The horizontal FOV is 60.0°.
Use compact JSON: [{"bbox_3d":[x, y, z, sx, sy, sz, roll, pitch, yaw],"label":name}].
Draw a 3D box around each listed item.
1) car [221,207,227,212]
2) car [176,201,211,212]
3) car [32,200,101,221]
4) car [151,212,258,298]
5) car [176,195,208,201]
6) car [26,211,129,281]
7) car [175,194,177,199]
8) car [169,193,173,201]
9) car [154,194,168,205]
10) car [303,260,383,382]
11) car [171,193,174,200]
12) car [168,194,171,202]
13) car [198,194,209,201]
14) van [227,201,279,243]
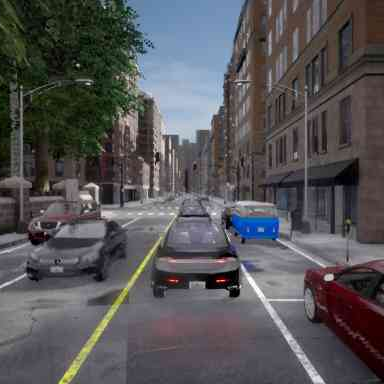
[{"bbox_3d":[2.849,1.557,21.272,1.947,1.339,4.313,0,0,0],"label":"car"},{"bbox_3d":[0.093,1.485,18.452,2.128,1.511,4.902,0,0,0],"label":"car"},{"bbox_3d":[-5.674,1.310,15.570,2.192,1.841,5.009,0,0,0],"label":"car"},{"bbox_3d":[0.098,1.490,8.513,2.128,1.511,4.902,0,0,0],"label":"car"},{"bbox_3d":[-0.009,1.338,27.629,2.097,1.767,4.553,0,0,0],"label":"car"},{"bbox_3d":[-3.097,1.523,9.956,1.812,1.442,4.674,0,0,0],"label":"car"},{"bbox_3d":[-5.694,1.496,86.512,2.008,1.369,4.403,0,0,0],"label":"car"},{"bbox_3d":[-5.689,1.493,70.160,1.887,1.381,4.507,0,0,0],"label":"car"},{"bbox_3d":[-5.686,1.480,59.088,1.752,1.417,4.829,0,0,0],"label":"car"},{"bbox_3d":[2.853,1.544,4.291,1.887,1.381,4.507,0,0,0],"label":"car"},{"bbox_3d":[-5.691,1.491,75.611,1.887,1.381,4.507,0,0,0],"label":"car"},{"bbox_3d":[-5.688,1.502,64.709,2.008,1.369,4.403,0,0,0],"label":"car"},{"bbox_3d":[2.833,1.387,75.649,1.967,1.590,4.097,0,0,0],"label":"car"},{"bbox_3d":[2.850,1.336,15.612,1.690,1.788,3.998,0,0,0],"label":"van"}]
